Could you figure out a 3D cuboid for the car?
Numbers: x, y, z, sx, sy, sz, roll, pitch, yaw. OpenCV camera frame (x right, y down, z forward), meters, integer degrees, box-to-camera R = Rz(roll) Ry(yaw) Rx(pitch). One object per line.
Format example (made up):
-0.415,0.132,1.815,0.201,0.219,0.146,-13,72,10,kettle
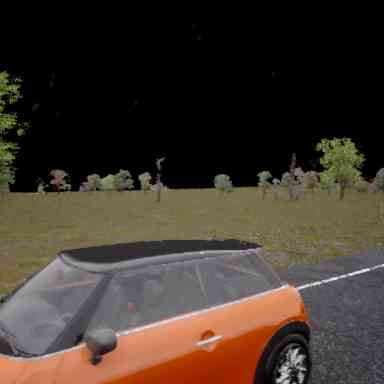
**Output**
-0.861,1.358,3.399,4.553,1.767,2.097,0,0,-36,car
